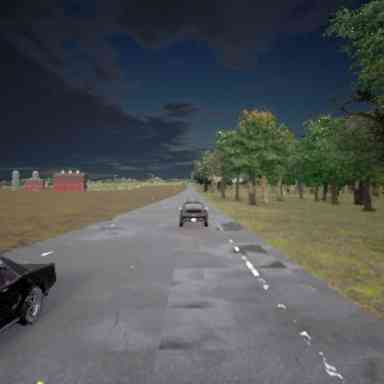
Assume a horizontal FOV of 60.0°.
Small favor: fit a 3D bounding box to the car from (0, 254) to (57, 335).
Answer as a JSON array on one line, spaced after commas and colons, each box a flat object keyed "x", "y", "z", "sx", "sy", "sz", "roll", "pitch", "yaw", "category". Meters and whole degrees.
[{"x": -3.602, "y": 1.597, "z": 4.336, "sx": 1.895, "sy": 1.301, "sz": 4.718, "roll": 0, "pitch": 0, "yaw": 0, "category": "car"}]

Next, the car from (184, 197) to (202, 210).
[{"x": 0.119, "y": 1.415, "z": 42.179, "sx": 2.033, "sy": 1.411, "sz": 5.357, "roll": 0, "pitch": 0, "yaw": 0, "category": "car"}]

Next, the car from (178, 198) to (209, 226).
[{"x": 0.111, "y": 1.454, "z": 22.975, "sx": 1.837, "sy": 1.490, "sz": 4.892, "roll": 0, "pitch": 1, "yaw": 0, "category": "car"}]
